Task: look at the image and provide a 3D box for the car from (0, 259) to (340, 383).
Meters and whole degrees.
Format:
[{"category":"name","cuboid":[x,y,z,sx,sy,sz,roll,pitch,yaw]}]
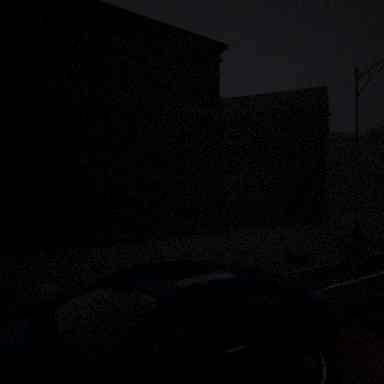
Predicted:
[{"category":"car","cuboid":[-0.341,1.524,3.410,4.674,1.442,1.812,0,0,-35]}]
